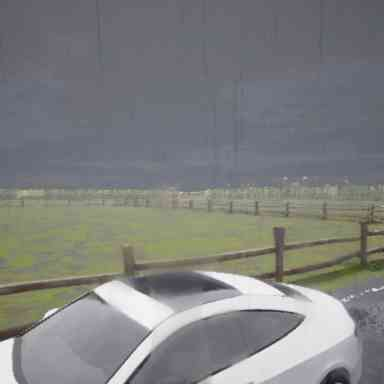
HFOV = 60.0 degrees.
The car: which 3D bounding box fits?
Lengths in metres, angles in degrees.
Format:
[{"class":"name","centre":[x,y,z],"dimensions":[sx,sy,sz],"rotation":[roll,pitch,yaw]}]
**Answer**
[{"class":"car","centre":[-0.361,1.524,2.812],"dimensions":[4.674,1.442,1.812],"rotation":[0,0,-36]}]
